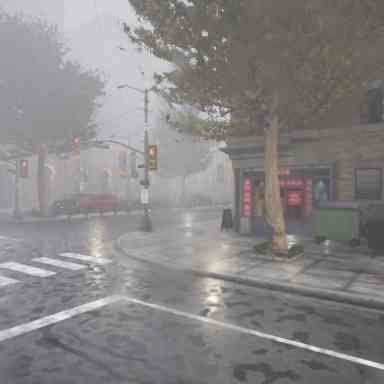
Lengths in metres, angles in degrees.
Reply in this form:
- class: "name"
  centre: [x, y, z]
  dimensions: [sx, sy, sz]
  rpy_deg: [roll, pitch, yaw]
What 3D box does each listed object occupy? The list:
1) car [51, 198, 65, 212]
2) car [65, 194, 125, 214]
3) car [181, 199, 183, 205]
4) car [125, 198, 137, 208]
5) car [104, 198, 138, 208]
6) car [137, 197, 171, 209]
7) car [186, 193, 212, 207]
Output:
- class: "car"
  centre: [-13.258, 1.221, 38.265]
  dimensions: [2.150, 2.045, 5.566]
  rpy_deg: [0, 0, 36]
- class: "car"
  centre: [-10.420, 1.221, 36.218]
  dimensions: [2.150, 2.045, 5.566]
  rpy_deg: [0, 0, 36]
- class: "car"
  centre: [0.404, 1.218, 57.147]
  dimensions: [2.150, 2.045, 5.566]
  rpy_deg: [0, 0, 36]
- class: "car"
  centre: [-7.158, 1.491, 46.705]
  dimensions: [2.128, 1.511, 4.902]
  rpy_deg: [0, 0, 36]
- class: "car"
  centre: [-10.178, 1.595, 47.908]
  dimensions: [1.895, 1.301, 4.718]
  rpy_deg: [0, 0, 36]
- class: "car"
  centre: [-4.671, 1.526, 44.172]
  dimensions: [1.812, 1.442, 4.674]
  rpy_deg: [0, 0, 36]
- class: "car"
  centre: [1.276, 1.352, 52.384]
  dimensions: [2.097, 1.767, 4.553]
  rpy_deg: [0, 0, 36]
